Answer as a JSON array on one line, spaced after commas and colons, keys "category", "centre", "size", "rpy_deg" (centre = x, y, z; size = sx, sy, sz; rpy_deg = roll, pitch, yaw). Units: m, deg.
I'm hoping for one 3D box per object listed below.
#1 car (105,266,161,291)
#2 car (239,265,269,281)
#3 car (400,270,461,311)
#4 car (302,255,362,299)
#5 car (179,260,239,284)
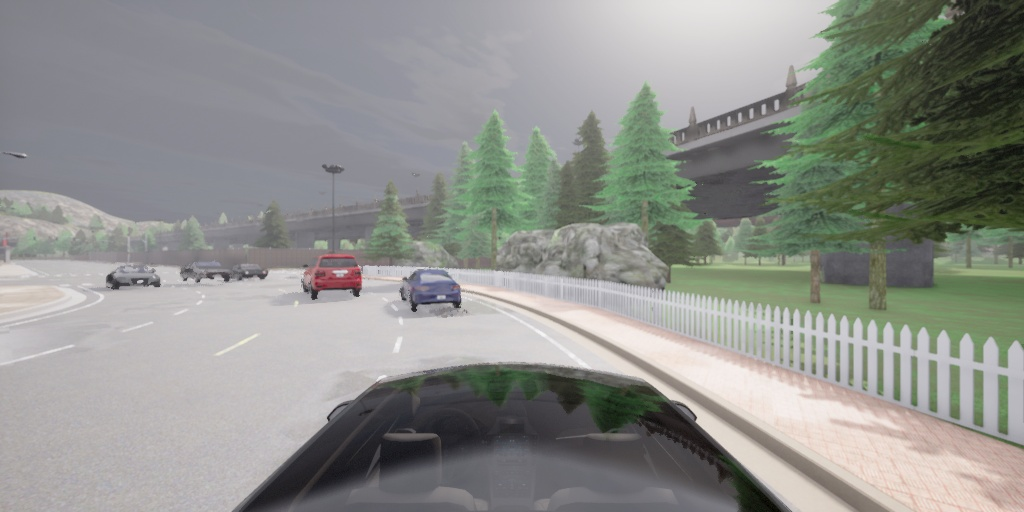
[{"category": "car", "centre": [-23.545, 1.325, 22.271], "size": [4.181, 1.385, 1.994], "rpy_deg": [0, 0, 35]}, {"category": "car", "centre": [-22.432, 1.363, 30.100], "size": [4.718, 1.301, 1.895], "rpy_deg": [0, 0, 35]}, {"category": "car", "centre": [-3.377, 1.274, 14.610], "size": [1.812, 1.442, 4.674], "rpy_deg": [0, 0, -23]}, {"category": "car", "centre": [-9.392, 0.978, 18.569], "size": [2.150, 2.045, 5.566], "rpy_deg": [0, 0, -35]}, {"category": "car", "centre": [-21.540, 1.019, 25.140], "size": [5.357, 1.411, 2.033], "rpy_deg": [0, 0, 35]}]
